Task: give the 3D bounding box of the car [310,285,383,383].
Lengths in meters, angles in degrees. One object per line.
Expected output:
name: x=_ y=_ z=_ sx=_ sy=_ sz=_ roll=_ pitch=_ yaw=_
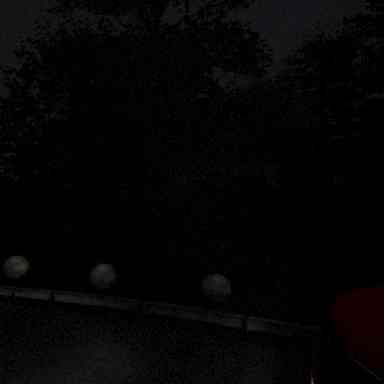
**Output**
car: x=3.627 y=1.188 z=1.924 sx=5.566 sy=2.045 sz=2.150 roll=0 pitch=0 yaw=16
